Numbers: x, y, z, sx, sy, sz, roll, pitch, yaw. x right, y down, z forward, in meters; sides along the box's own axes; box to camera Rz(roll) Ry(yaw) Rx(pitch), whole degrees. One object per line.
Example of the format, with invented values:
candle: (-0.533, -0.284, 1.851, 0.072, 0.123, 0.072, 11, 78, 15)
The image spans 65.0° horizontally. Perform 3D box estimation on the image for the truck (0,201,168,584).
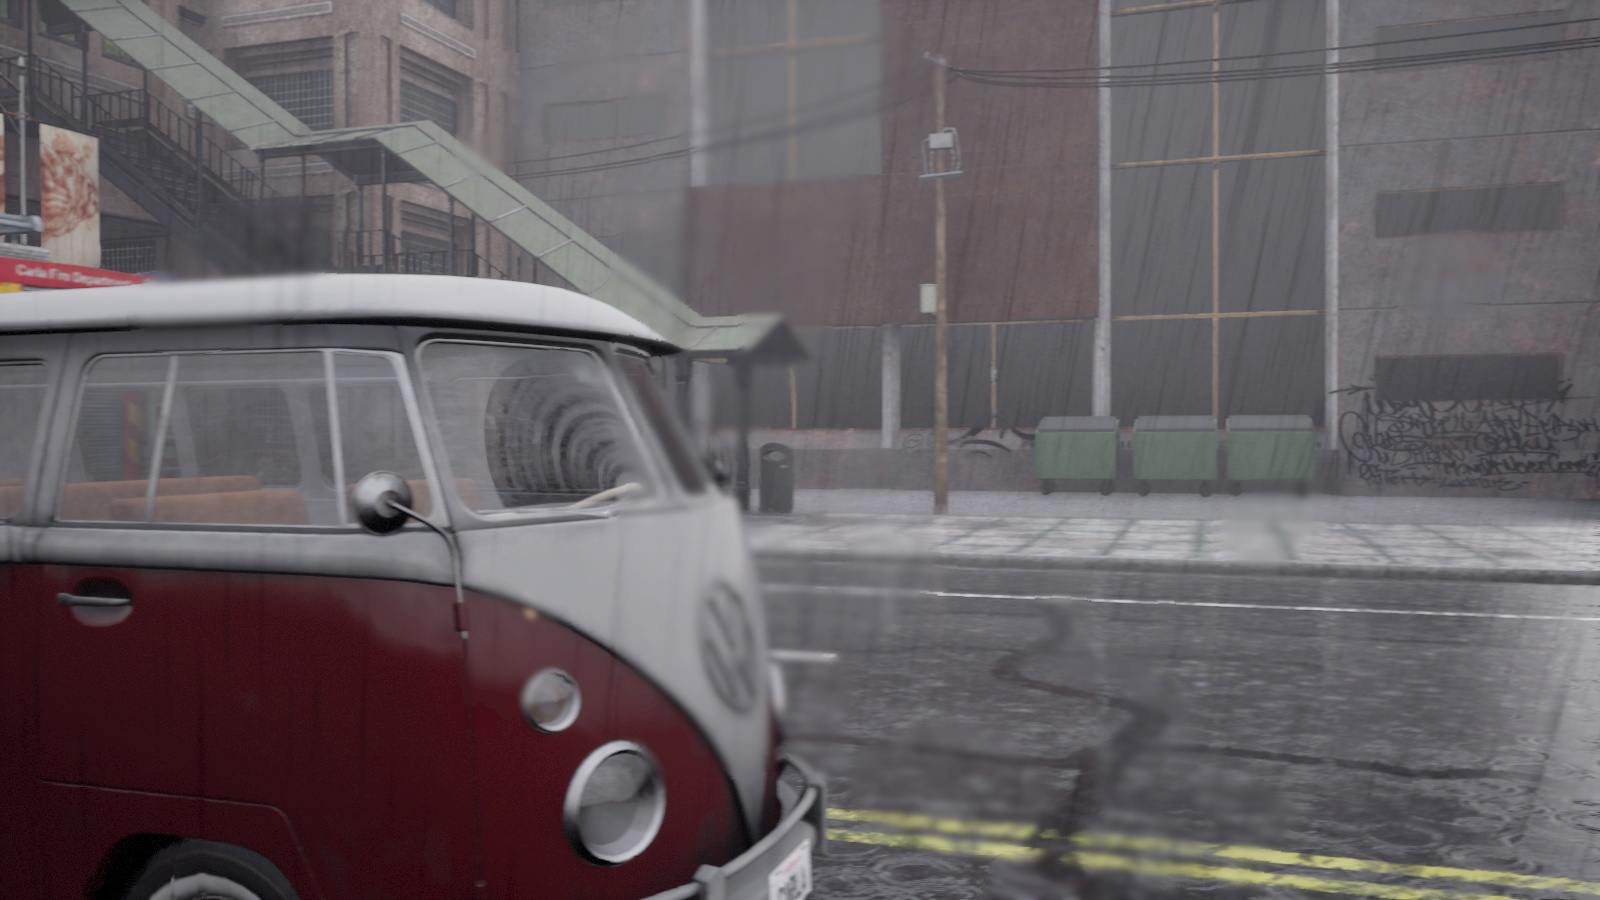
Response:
truck: (-11.803, -0.615, 14.534, 8.468, 3.827, 2.891, 1, 1, 19)

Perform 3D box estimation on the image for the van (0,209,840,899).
van: (-2.260, 0.508, 3.951, 4.442, 1.987, 1.775, 0, 1, 19)
